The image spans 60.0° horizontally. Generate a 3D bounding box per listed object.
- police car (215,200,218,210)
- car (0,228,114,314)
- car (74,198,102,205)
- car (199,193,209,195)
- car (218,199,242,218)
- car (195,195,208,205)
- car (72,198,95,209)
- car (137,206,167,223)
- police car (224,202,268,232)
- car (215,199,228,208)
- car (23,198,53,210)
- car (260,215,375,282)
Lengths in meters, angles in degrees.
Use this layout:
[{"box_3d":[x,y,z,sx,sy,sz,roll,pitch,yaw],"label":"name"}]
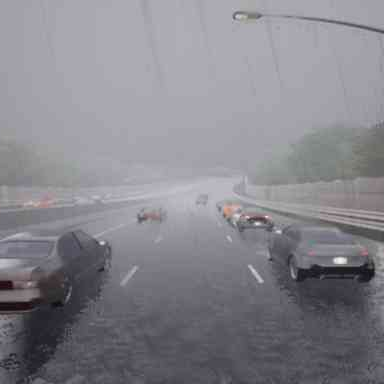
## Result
[{"box_3d":[4.285,1.733,42.589,2.038,1.542,4.974,0,0,2],"label":"police car"},{"box_3d":[-3.366,1.583,7.954,2.033,1.411,5.357,0,0,0],"label":"car"},{"box_3d":[-13.262,1.671,43.406,1.882,1.535,5.008,0,0,2],"label":"car"},{"box_3d":[3.014,1.137,84.318,2.150,2.045,5.566,0,1,4],"label":"car"},{"box_3d":[3.935,1.547,31.673,2.097,1.767,4.553,0,0,2],"label":"car"},{"box_3d":[1.691,1.750,63.030,1.994,1.385,4.181,0,0,3],"label":"car"},{"box_3d":[-16.445,1.710,50.842,1.812,1.442,4.674,0,0,3],"label":"car"},{"box_3d":[-3.082,1.758,26.663,1.895,1.301,4.718,0,0,1],"label":"car"},{"box_3d":[3.592,1.632,21.099,2.038,1.542,4.974,0,-1,-2],"label":"police car"},{"box_3d":[4.736,1.827,53.500,1.895,1.301,4.718,0,0,3],"label":"car"},{"box_3d":[-20.244,1.532,43.969,2.097,1.767,4.553,0,0,2],"label":"car"},{"box_3d":[3.542,1.617,9.915,1.994,1.385,4.181,0,0,1],"label":"car"}]
